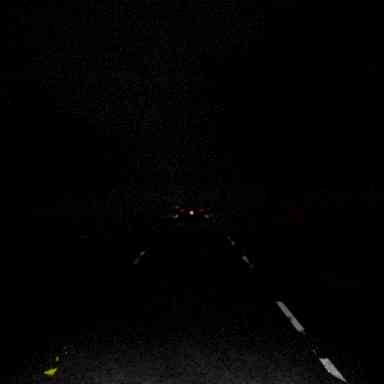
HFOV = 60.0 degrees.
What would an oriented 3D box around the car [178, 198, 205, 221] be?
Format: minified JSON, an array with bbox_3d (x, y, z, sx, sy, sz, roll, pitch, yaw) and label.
[{"bbox_3d":[-0.060,1.430,25.440,1.994,1.385,4.181,0,0,-1],"label":"car"}]

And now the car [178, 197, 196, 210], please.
[{"bbox_3d":[-0.656,1.368,41.212,1.994,1.385,4.181,0,0,-3],"label":"car"}]
